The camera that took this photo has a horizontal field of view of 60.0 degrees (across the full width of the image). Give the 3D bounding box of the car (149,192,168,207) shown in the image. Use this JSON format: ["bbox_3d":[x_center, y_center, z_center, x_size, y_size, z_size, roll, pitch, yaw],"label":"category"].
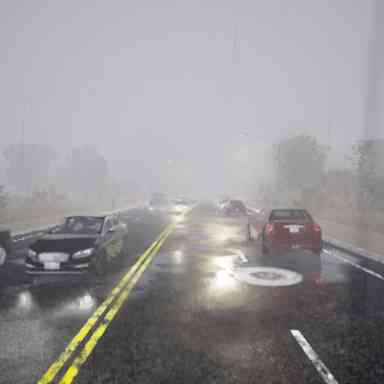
[{"bbox_3d":[-4.825,1.032,48.917,2.150,2.045,5.566,0,0,4],"label":"car"}]

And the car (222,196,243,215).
[{"bbox_3d":[4.149,1.413,32.181,1.812,1.442,4.674,0,0,3],"label":"car"}]

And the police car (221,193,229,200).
[{"bbox_3d":[8.604,1.119,85.774,2.038,1.542,4.974,0,0,7],"label":"police car"}]

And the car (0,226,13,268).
[{"bbox_3d":[-6.522,1.446,8.240,1.882,1.535,5.008,0,0,1],"label":"car"}]

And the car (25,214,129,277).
[{"bbox_3d":[-3.241,1.455,10.247,2.128,1.511,4.902,0,0,1],"label":"car"}]

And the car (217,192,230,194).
[{"bbox_3d":[6.252,1.168,64.053,2.033,1.649,4.856,0,0,5],"label":"car"}]

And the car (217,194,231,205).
[{"bbox_3d":[5.330,1.392,53.199,1.895,1.301,4.718,0,0,4],"label":"car"}]

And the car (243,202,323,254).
[{"bbox_3d":[3.518,1.309,13.435,2.097,1.767,4.553,0,0,1],"label":"car"}]

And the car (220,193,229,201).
[{"bbox_3d":[7.344,1.108,74.922,2.033,1.649,4.856,0,0,6],"label":"car"}]

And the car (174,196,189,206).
[{"bbox_3d":[-1.453,1.351,50.502,2.033,1.411,5.357,0,0,4],"label":"car"}]
